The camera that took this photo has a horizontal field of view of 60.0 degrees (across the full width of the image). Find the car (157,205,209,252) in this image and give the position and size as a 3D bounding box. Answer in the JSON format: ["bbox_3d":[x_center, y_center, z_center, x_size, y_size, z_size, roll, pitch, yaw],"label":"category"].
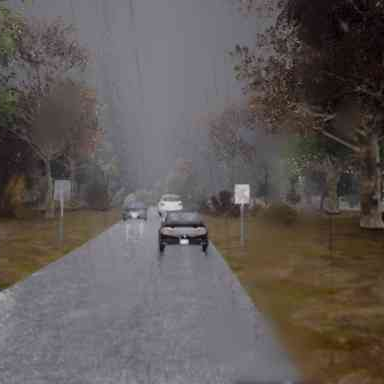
[{"bbox_3d":[-0.407,1.498,13.878,2.128,1.511,4.902,0,0,-3],"label":"car"}]

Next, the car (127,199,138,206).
[{"bbox_3d":[-12.024,2.106,67.238,1.837,1.490,4.892,1,-1,-14],"label":"car"}]

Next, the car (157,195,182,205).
[{"bbox_3d":[-2.220,1.319,32.799,2.150,2.045,5.566,1,-1,-7],"label":"car"}]

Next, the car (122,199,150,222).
[{"bbox_3d":[-4.431,1.516,26.462,2.128,1.511,4.902,1,0,-7],"label":"car"}]
